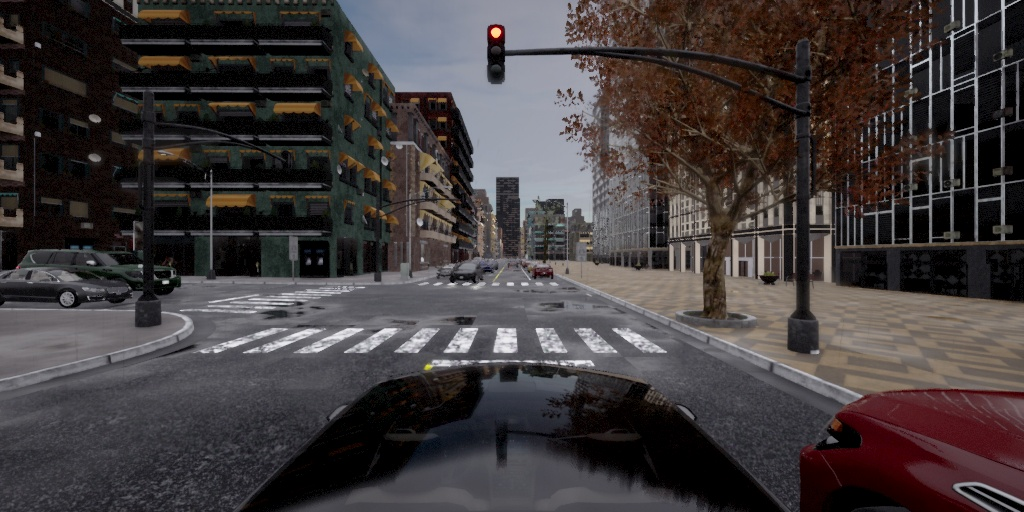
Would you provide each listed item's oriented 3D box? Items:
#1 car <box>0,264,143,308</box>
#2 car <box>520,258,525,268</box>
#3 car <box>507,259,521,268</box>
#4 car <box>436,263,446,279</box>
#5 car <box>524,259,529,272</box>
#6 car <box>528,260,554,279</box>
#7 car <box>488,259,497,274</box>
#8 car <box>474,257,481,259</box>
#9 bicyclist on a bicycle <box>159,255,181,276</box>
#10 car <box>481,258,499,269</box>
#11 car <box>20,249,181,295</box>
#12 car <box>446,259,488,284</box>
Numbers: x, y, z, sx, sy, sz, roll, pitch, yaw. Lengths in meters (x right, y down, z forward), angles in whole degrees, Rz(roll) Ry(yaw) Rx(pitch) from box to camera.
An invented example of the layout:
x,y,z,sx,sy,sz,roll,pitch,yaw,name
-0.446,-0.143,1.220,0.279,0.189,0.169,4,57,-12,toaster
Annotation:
x,y,z,sx,sy,sz,roll,pitch,yaw,name
-16.422,1.091,12.952,4.403,1.370,2.007,0,0,-1,car
2.759,1.375,60.008,1.802,1.307,4.207,0,0,0,car
0.174,1.289,63.491,2.128,1.511,4.902,0,0,0,car
-5.653,1.313,32.355,2.007,1.370,4.403,0,0,0,car
2.740,1.298,43.580,1.751,1.417,4.829,0,0,0,car
2.727,1.307,32.345,1.888,1.381,4.507,0,0,0,car
-3.040,1.371,41.008,1.895,1.301,4.718,0,0,0,car
-5.627,1.226,54.486,1.967,1.591,4.097,0,0,0,car
-23.142,0.761,24.220,0.582,1.620,1.656,1,0,-1,bicyclist on a bicycle
-3.014,1.276,53.049,2.128,1.511,4.902,0,0,0,car
-17.771,0.747,15.535,5.566,2.045,2.150,1,0,0,car
-3.325,1.236,27.464,1.882,1.535,5.008,0,0,4,car
